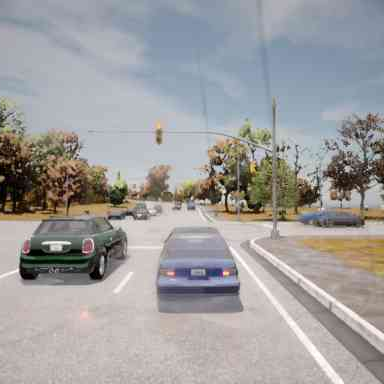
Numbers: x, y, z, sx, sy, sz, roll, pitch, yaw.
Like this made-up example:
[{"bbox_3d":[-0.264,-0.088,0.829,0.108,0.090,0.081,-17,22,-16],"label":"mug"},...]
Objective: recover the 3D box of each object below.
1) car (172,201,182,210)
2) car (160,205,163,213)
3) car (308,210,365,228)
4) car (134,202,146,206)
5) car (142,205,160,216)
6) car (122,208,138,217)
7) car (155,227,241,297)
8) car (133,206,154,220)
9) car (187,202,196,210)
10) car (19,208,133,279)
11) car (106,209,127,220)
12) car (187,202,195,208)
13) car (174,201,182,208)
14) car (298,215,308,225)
[{"bbox_3d":[-3.635,3.539,77.862,1.895,1.301,4.718,0,0,0],"label":"car"},{"bbox_3d":[-7.121,3.487,68.980,1.837,1.490,4.892,0,0,0],"label":"car"},{"bbox_3d":[13.023,2.450,29.657,4.181,1.385,1.994,0,-3,-2],"label":"car"},{"bbox_3d":[-10.620,3.204,68.270,2.150,2.045,5.566,0,0,0],"label":"car"},{"bbox_3d":[-7.180,3.433,57.720,1.812,1.442,4.674,0,-1,0],"label":"car"},{"bbox_3d":[-10.683,3.505,57.512,1.895,1.301,4.718,0,-1,0],"label":"car"},{"bbox_3d":[0.077,1.646,8.925,2.033,1.411,5.357,0,-1,-1],"label":"car"},{"bbox_3d":[-7.173,3.158,47.829,2.128,1.511,4.902,0,-2,1],"label":"car"},{"bbox_3d":[-0.135,3.467,77.803,1.812,1.442,4.674,0,0,0],"label":"car"},{"bbox_3d":[-3.434,1.486,10.543,2.097,1.767,4.553,0,-1,0],"label":"car"},{"bbox_3d":[-10.714,3.209,47.636,2.033,1.411,5.357,0,-2,-3],"label":"car"},{"bbox_3d":[-0.247,3.305,87.986,1.994,1.385,4.181,0,0,-3],"label":"car"},{"bbox_3d":[-3.746,3.248,87.895,1.837,1.490,4.892,0,0,-3],"label":"car"},{"bbox_3d":[13.190,2.525,33.151,5.008,1.535,1.882,0,-3,-1],"label":"car"}]
